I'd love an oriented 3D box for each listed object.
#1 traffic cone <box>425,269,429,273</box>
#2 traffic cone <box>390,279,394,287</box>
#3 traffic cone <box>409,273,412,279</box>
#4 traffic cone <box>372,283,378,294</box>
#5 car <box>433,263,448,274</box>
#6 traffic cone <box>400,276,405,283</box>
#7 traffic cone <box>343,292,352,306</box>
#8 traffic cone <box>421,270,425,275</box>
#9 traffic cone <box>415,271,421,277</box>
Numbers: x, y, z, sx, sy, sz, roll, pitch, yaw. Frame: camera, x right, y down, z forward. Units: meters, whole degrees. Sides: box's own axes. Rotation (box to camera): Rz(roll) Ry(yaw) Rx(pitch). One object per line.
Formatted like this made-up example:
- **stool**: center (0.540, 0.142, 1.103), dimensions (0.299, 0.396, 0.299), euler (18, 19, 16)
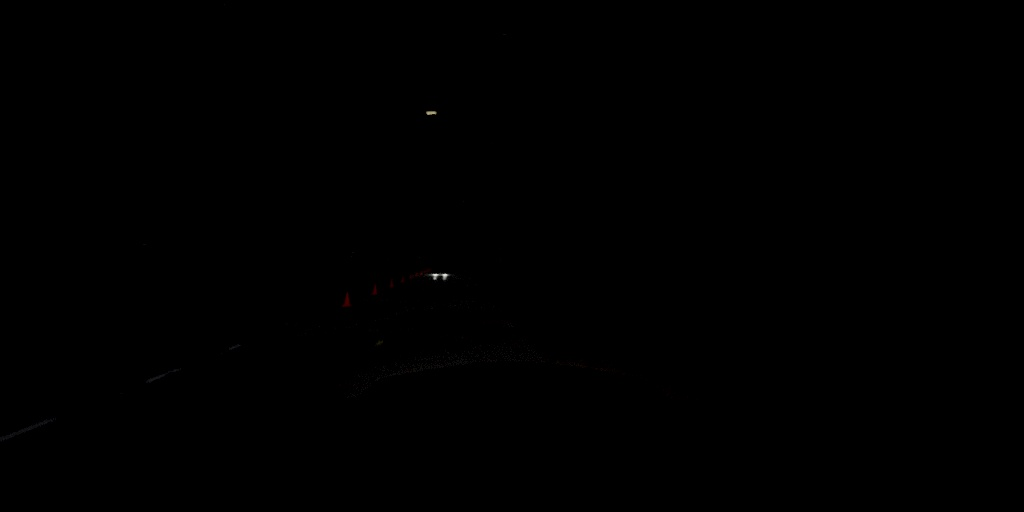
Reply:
- **traffic cone**: center (-11.990, 2.061, 49.316), dimensions (0.340, 0.580, 0.340), euler (0, 0, -9)
- **traffic cone**: center (-8.257, 1.843, 24.598), dimensions (0.340, 0.580, 0.340), euler (0, 0, -9)
- **traffic cone**: center (-9.750, 1.930, 34.485), dimensions (0.340, 0.580, 0.340), euler (0, 0, -9)
- **traffic cone**: center (-7.510, 1.800, 19.653), dimensions (0.340, 0.580, 0.340), euler (0, 0, -9)
- **car**: center (-9.569, 1.676, 48.436), dimensions (2.033, 1.411, 5.357), euler (1, -1, -9)
- **traffic cone**: center (-9.003, 1.887, 29.541), dimensions (0.340, 0.580, 0.340), euler (0, 0, -9)
- **traffic cone**: center (-6.764, 1.756, 14.710), dimensions (0.340, 0.580, 0.340), euler (0, 0, -9)
- **traffic cone**: center (-11.243, 2.017, 44.373), dimensions (0.340, 0.580, 0.340), euler (0, 0, -9)
- **traffic cone**: center (-10.496, 1.974, 39.429), dimensions (0.340, 0.580, 0.340), euler (0, 0, -9)
